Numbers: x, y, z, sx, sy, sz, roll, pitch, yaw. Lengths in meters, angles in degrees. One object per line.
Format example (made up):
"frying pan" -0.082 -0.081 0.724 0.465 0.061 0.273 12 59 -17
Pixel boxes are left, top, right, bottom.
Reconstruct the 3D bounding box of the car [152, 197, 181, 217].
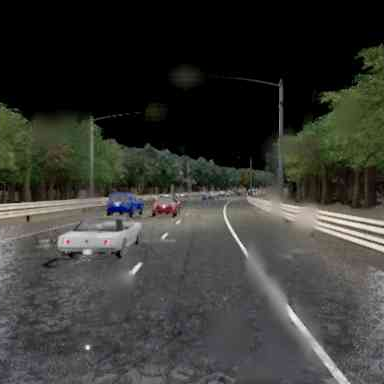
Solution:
"car" -2.175 1.232 29.699 2.097 1.767 4.553 0 0 4

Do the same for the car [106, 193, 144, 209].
"car" -5.742 1.099 29.097 2.150 2.045 5.566 0 0 4

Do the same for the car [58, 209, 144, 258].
"car" -3.141 1.551 12.467 1.895 1.301 4.718 0 0 2

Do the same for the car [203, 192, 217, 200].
"car" 3.684 0.914 74.688 2.097 1.767 4.553 0 0 11

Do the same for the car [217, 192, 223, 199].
"car" 5.870 0.968 85.354 2.128 1.511 4.902 0 1 12
